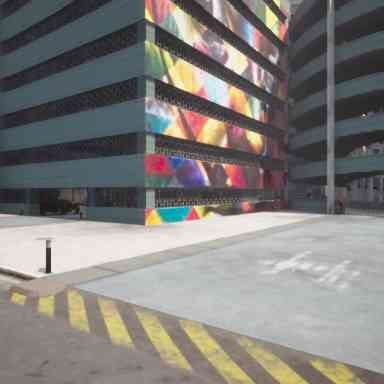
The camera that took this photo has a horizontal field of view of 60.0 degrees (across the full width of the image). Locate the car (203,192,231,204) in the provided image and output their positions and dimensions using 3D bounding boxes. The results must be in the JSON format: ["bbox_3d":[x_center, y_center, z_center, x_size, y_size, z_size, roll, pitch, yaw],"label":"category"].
[{"bbox_3d":[4.147,1.028,57.740,5.566,2.045,2.435,0,0,36],"label":"car"}]

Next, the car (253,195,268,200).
[{"bbox_3d":[18.588,1.481,90.391,4.892,1.521,2.231,0,0,36],"label":"car"}]

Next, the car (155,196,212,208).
[{"bbox_3d":[-0.974,1.320,29.317,4.674,1.452,2.002,0,0,36],"label":"car"}]

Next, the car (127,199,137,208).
[{"bbox_3d":[-6.083,1.463,42.305,4.718,1.301,1.895,0,0,36],"label":"car"}]

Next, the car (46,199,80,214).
[{"bbox_3d":[-13.256,1.413,33.178,4.786,1.482,2.161,0,0,36],"label":"car"}]
